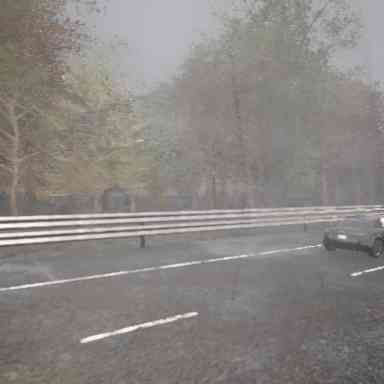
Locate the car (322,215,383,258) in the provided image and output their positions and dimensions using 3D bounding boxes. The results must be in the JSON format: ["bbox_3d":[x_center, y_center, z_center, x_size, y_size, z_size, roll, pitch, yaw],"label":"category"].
[{"bbox_3d":[7.011,1.587,12.988,4.181,1.385,1.994,0,0,-35],"label":"car"}]
